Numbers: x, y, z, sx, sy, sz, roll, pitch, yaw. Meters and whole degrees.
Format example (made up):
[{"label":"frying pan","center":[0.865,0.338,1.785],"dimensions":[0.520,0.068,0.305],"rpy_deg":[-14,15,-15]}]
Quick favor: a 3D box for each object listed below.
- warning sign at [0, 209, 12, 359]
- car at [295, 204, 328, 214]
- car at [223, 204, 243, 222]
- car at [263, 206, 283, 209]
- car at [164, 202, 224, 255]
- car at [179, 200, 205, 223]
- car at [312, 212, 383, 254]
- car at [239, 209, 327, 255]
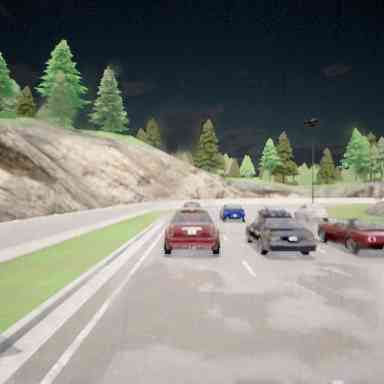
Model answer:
[{"label":"warning sign","center":[-3.051,1.153,3.885],"dimensions":[1.300,1.860,1.060],"rpy_deg":[0,-1,0]},{"label":"car","center":[10.508,1.808,29.388],"dimensions":[1.812,1.442,4.674],"rpy_deg":[0,0,1]},{"label":"car","center":[3.511,1.761,29.502],"dimensions":[1.882,1.535,5.008],"rpy_deg":[0,0,1]},{"label":"car","center":[7.000,1.880,29.112],"dimensions":[1.895,1.301,4.718],"rpy_deg":[0,-1,0]},{"label":"car","center":[0.000,1.486,14.091],"dimensions":[2.097,1.767,4.553],"rpy_deg":[0,-1,0]},{"label":"car","center":[0.002,1.629,29.089],"dimensions":[2.097,1.767,4.553],"rpy_deg":[0,-1,0]},{"label":"car","center":[6.999,1.737,14.112],"dimensions":[1.895,1.301,4.718],"rpy_deg":[0,-1,0]},{"label":"car","center":[3.499,1.682,13.996],"dimensions":[2.033,1.411,5.357],"rpy_deg":[0,-1,0]}]
